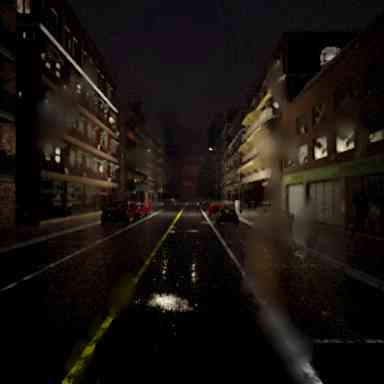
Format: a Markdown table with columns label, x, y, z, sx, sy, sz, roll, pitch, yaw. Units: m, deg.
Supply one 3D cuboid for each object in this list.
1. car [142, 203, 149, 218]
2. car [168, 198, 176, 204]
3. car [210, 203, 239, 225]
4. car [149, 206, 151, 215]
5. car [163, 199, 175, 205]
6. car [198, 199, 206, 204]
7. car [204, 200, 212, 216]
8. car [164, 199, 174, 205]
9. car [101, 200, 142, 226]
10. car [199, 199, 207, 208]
| label | x | y | z | sx | sy | sz | roll | pitch | yaw |
| --- | --- | --- | --- | --- | --- | --- | --- | --- | --- |
| car | -5.682 | 1.779 | 32.026 | 1.967 | 1.590 | 4.097 | 0 | -1 | 0 |
| car | -5.667 | 2.528 | 94.021 | 1.887 | 1.381 | 4.507 | 0 | -1 | 0 |
| car | 2.697 | 1.808 | 26.554 | 1.752 | 1.417 | 4.829 | 0 | -1 | 0 |
| car | -5.681 | 1.943 | 37.662 | 1.887 | 1.381 | 4.507 | 0 | -1 | 0 |
| car | -5.671 | 2.359 | 77.112 | 2.008 | 1.369 | 4.403 | 0 | -1 | 0 |
| car | 2.713 | 2.491 | 88.378 | 1.947 | 1.339 | 4.313 | 0 | -1 | 0 |
| car | 2.699 | 1.943 | 37.655 | 1.887 | 1.381 | 4.507 | 0 | -1 | 0 |
| car | -5.670 | 2.417 | 82.749 | 2.008 | 1.369 | 4.403 | 0 | -1 | 0 |
| car | -5.683 | 1.595 | 26.392 | 2.192 | 1.841 | 5.009 | 0 | -1 | 0 |
| car | 2.706 | 2.185 | 60.198 | 2.008 | 1.369 | 4.403 | 0 | -1 | 0 |
